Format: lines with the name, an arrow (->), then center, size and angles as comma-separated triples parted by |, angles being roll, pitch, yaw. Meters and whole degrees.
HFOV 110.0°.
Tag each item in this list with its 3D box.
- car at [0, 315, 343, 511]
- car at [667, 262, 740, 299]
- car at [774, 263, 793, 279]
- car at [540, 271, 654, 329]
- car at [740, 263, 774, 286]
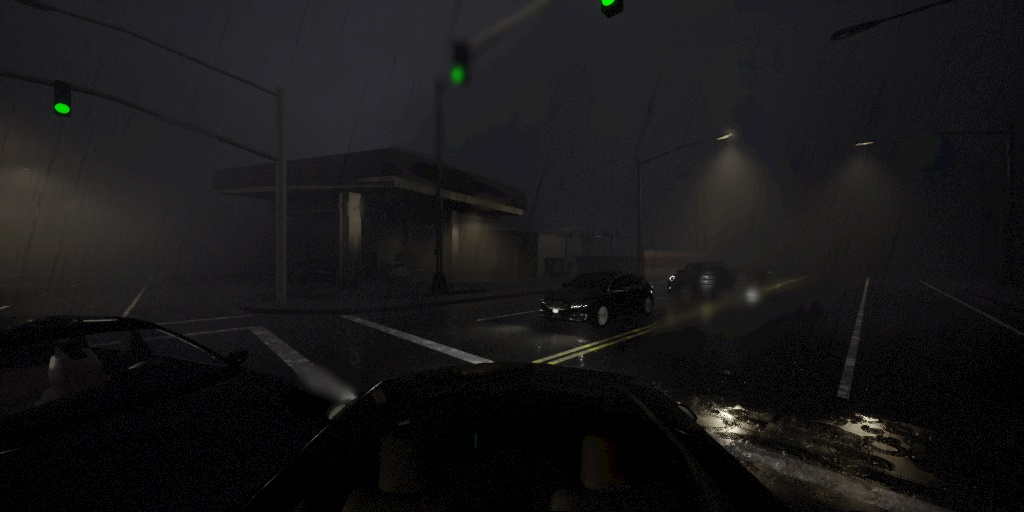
car -> -3.417, 1.242, 2.536 | 4.902, 1.511, 2.128 | 0, 0, 15
car -> 9.750, 1.102, 18.378 | 4.553, 1.767, 2.097 | 0, 0, -45
car -> 23.833, 1.314, 32.319 | 4.181, 1.385, 1.994 | 0, 0, -44
car -> 2.900, 1.255, 11.543 | 1.837, 1.490, 4.892 | 0, 0, 45
car -> 16.688, 1.314, 25.277 | 1.994, 1.385, 4.181 | 0, 0, 44
